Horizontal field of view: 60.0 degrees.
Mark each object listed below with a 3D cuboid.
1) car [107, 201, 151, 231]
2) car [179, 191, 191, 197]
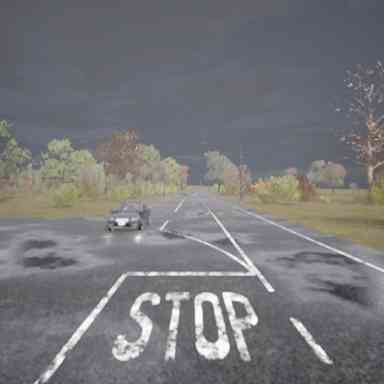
[{"bbox_3d":[-3.462,1.300,18.905,2.128,1.511,4.902,0,0,0],"label":"car"},{"bbox_3d":[-2.293,0.571,91.719,1.994,1.385,4.181,0,1,7],"label":"car"}]
